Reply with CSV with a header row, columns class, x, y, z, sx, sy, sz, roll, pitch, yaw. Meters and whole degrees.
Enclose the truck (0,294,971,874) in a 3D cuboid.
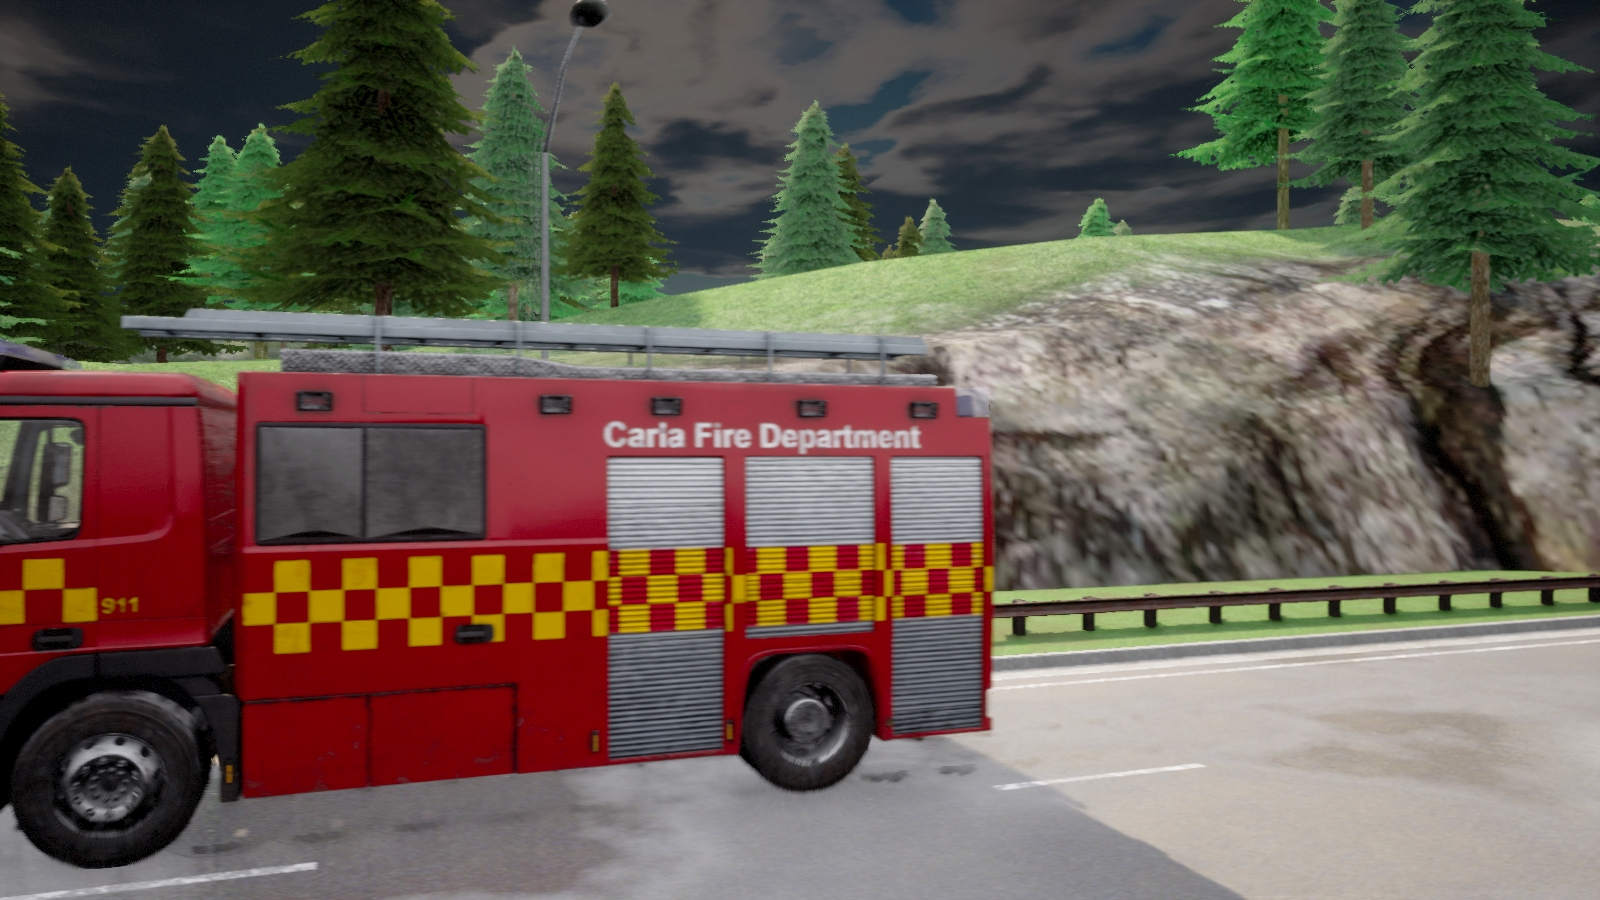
class,x,y,z,sx,sy,sz,roll,pitch,yaw
truck,-2.984,0.892,9.914,8.468,3.827,2.891,0,0,-20
